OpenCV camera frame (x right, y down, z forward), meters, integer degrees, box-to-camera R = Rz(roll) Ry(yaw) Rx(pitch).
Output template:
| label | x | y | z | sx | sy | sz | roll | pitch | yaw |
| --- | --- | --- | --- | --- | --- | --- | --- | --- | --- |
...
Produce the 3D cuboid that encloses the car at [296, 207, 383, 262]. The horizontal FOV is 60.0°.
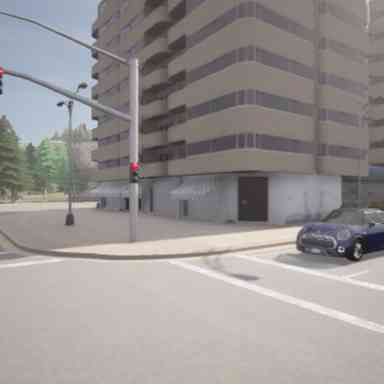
| label | x | y | z | sx | sy | sz | roll | pitch | yaw |
| --- | --- | --- | --- | --- | --- | --- | --- | --- | --- |
| car | 6.010 | 1.409 | 12.583 | 4.553 | 1.767 | 2.097 | 0 | 0 | -36 |
